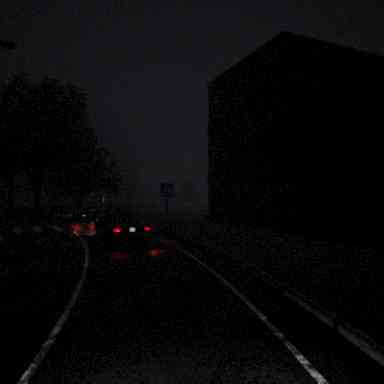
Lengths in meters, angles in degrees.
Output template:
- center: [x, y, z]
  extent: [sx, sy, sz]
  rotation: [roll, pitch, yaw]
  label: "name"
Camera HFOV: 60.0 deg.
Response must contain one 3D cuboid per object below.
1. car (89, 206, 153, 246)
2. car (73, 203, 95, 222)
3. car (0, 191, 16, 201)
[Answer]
- center: [-3.314, 1.564, 15.498]
  extent: [2.033, 1.411, 5.357]
  rotation: [0, 0, -23]
  label: "car"
- center: [-9.209, 1.735, 28.983]
  extent: [2.128, 1.511, 4.902]
  rotation: [0, -1, -14]
  label: "car"
- center: [-45.553, 1.302, 80.987]
  extent: [2.097, 1.535, 5.008]
  rotation: [4, 2, 28]
  label: "car"
